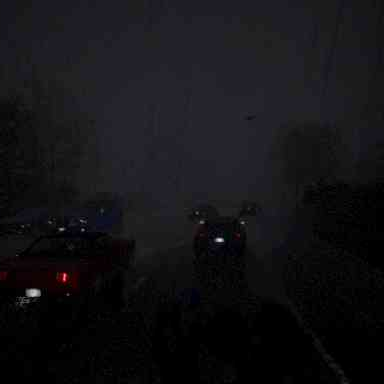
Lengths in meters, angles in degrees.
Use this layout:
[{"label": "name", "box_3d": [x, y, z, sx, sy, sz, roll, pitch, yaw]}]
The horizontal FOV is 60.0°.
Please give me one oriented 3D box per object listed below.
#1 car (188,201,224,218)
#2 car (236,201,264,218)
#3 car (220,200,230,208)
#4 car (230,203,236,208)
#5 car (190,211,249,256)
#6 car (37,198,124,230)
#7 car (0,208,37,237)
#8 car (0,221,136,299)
[{"label": "car", "box_3d": [1.146, 1.843, 30.456, 2.033, 1.411, 5.357, 0, -1, 16]}, {"label": "car", "box_3d": [6.330, 1.714, 35.012, 2.097, 1.767, 4.553, 0, -1, 19]}, {"label": "car", "box_3d": [5.441, 2.130, 58.941, 1.994, 1.385, 4.181, 0, 0, 30]}, {"label": "car", "box_3d": [8.768, 2.177, 57.725, 1.895, 1.301, 4.718, 0, -1, 30]}, {"label": "car", "box_3d": [1.240, 1.703, 13.812, 1.994, 1.385, 4.181, 0, -1, 7]}, {"label": "car", "box_3d": [-5.465, 1.374, 17.813, 2.150, 2.045, 5.566, 0, -1, 10]}, {"label": "car", "box_3d": [-8.762, 1.630, 19.061, 1.882, 1.535, 5.008, 0, -1, 10]}, {"label": "car", "box_3d": [-2.871, 1.677, 8.637, 1.895, 1.301, 4.718, 0, -1, 5]}]
